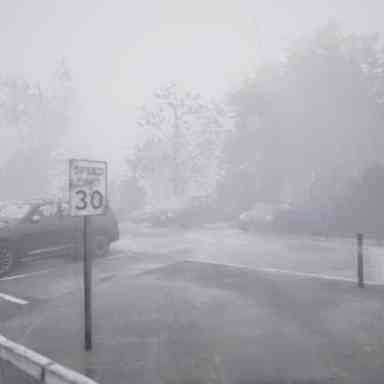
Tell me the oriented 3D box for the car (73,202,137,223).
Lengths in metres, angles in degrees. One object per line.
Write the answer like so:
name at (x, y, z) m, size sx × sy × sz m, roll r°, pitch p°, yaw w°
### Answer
car at (-7.077, 1.615, 27.619) m, size 2.231 × 1.521 × 4.892 m, roll -1°, pitch 0°, yaw 35°

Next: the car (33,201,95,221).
car at (-11.719, 1.666, 30.836) m, size 2.097 × 1.535 × 5.008 m, roll -1°, pitch 0°, yaw 35°

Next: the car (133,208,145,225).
car at (-2.428, 1.561, 24.414) m, size 2.231 × 1.521 × 4.892 m, roll -1°, pitch 0°, yaw 35°

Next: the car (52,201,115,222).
car at (-9.399, 1.640, 29.227) m, size 2.097 × 1.535 × 5.008 m, roll -1°, pitch 0°, yaw 35°

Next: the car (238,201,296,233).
car at (4.500, 1.338, 19.527) m, size 2.185 × 1.767 × 4.553 m, roll 0°, pitch 0°, yaw 35°

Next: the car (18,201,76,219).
car at (-14.020, 1.722, 32.472) m, size 2.163 × 1.488 × 4.792 m, roll -1°, pitch 0°, yaw 35°

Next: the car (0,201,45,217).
car at (-18.783, 1.745, 35.732) m, size 2.097 × 1.535 × 5.008 m, roll -1°, pitch 0°, yaw 35°

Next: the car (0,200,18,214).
car at (-23.418, 1.796, 38.958) m, size 2.097 × 1.535 × 5.008 m, roll -1°, pitch 0°, yaw 35°

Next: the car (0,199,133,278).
car at (-4.899, 1.250, 10.786) m, size 2.435 × 2.045 × 5.566 m, roll -1°, pitch 0°, yaw 35°

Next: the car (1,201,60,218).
car at (-16.457, 1.719, 34.132) m, size 2.097 × 1.535 × 5.008 m, roll -1°, pitch 0°, yaw 35°

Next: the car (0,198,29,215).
car at (-21.084, 1.645, 37.371) m, size 2.185 × 1.767 × 4.553 m, roll -1°, pitch 0°, yaw 35°

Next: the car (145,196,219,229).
car at (-0.231, 1.281, 22.849) m, size 2.435 × 2.045 × 5.566 m, roll -1°, pitch 0°, yaw 35°
